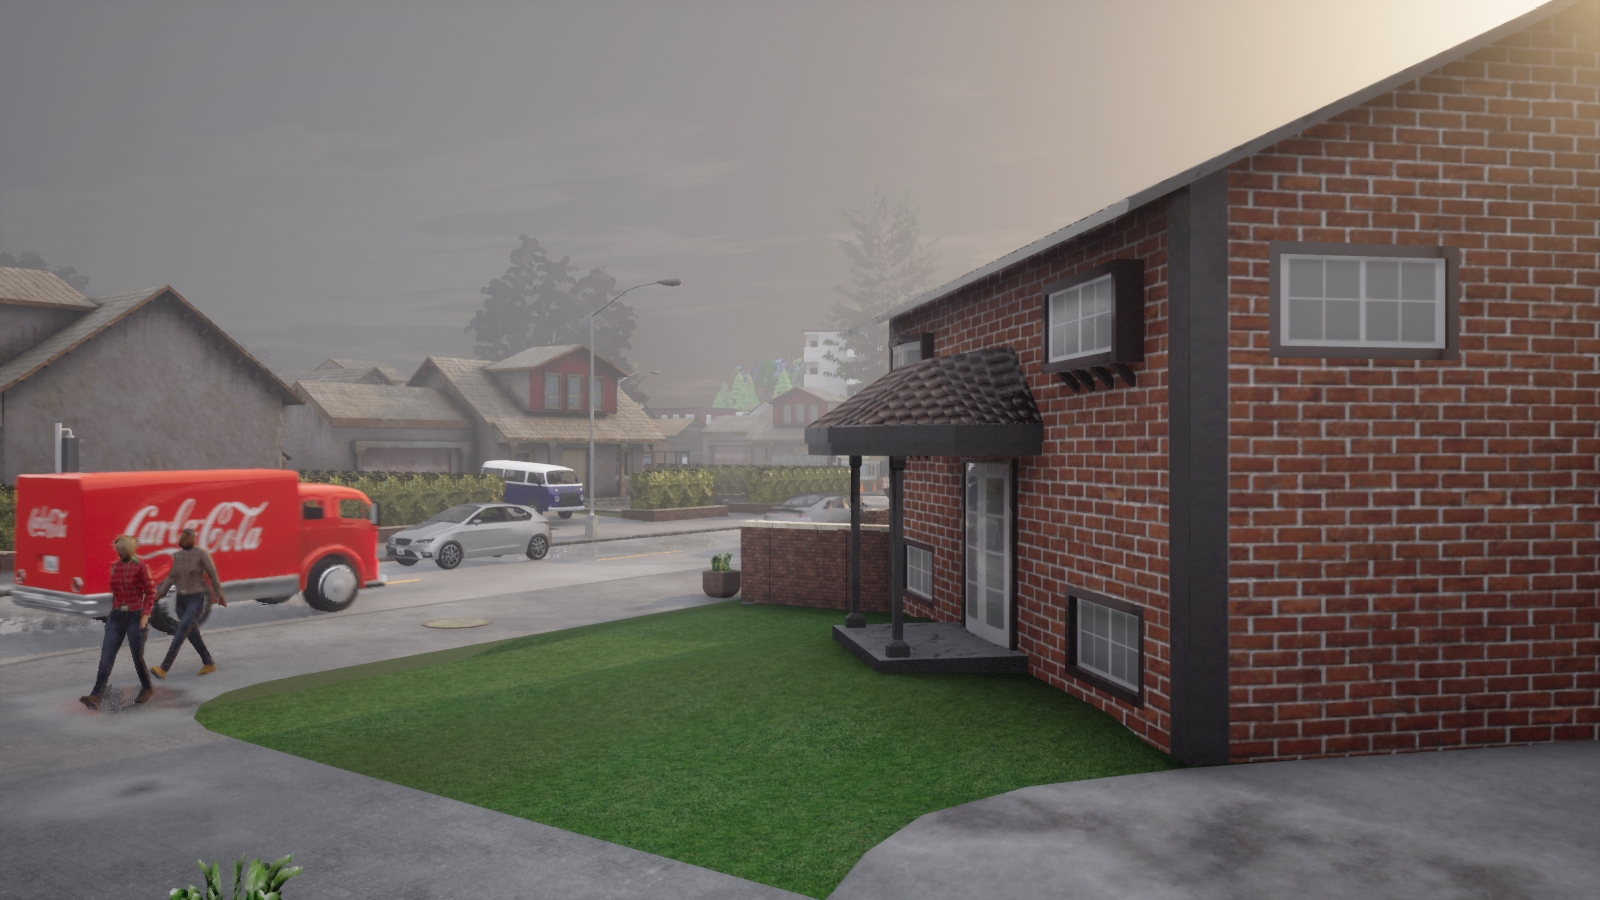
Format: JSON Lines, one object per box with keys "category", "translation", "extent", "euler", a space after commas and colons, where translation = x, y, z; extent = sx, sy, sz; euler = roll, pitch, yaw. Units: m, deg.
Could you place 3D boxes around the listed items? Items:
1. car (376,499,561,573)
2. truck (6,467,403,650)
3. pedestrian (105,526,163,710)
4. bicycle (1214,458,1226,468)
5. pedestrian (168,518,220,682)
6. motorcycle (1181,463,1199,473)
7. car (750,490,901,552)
{"category": "car", "translation": [-8.091, 2.051, 28.194], "extent": [1.816, 1.474, 4.193], "euler": [0, 0, 34]}
{"category": "truck", "translation": [-9.611, 1.557, 18.901], "extent": [2.627, 2.467, 5.204], "euler": [0, 0, 35]}
{"category": "pedestrian", "translation": [-6.949, 1.737, 11.922], "extent": [0.375, 1.860, 0.375], "euler": [0, 0, 3]}
{"category": "bicycle", "translation": [65.395, 2.030, 177.932], "extent": [1.835, 1.471, 0.329], "euler": [0, 0, 35]}
{"category": "pedestrian", "translation": [-7.082, 1.736, 13.359], "extent": [0.375, 1.860, 0.375], "euler": [0, 0, 12]}
{"category": "motorcycle", "translation": [47.455, 2.161, 139.026], "extent": [2.033, 1.199, 0.803], "euler": [0, 0, 35]}
{"category": "car", "translation": [0.856, 2.035, 33.975], "extent": [2.128, 1.511, 4.902], "euler": [0, 0, 35]}
